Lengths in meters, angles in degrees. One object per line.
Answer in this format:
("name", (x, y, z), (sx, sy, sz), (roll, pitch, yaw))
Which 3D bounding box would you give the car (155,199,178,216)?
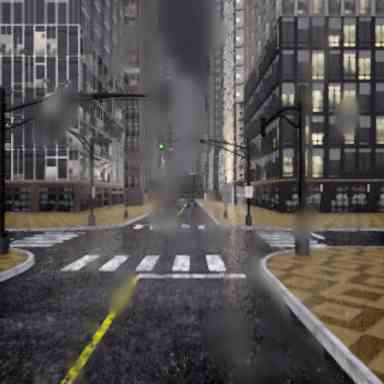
("car", (-3.087, 1.888, 37.696), (2.128, 1.511, 4.902), (0, -1, 0))

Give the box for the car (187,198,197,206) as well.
("car", (0.006, 2.119, 71.511), (2.097, 1.767, 4.553), (0, -1, 0))

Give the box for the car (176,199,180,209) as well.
("car", (-3.052, 1.938, 54.725), (2.097, 1.767, 4.553), (0, -1, 0))

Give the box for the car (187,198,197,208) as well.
("car", (0.005, 2.189, 61.522), (1.812, 1.442, 4.674), (0, -1, 0))
